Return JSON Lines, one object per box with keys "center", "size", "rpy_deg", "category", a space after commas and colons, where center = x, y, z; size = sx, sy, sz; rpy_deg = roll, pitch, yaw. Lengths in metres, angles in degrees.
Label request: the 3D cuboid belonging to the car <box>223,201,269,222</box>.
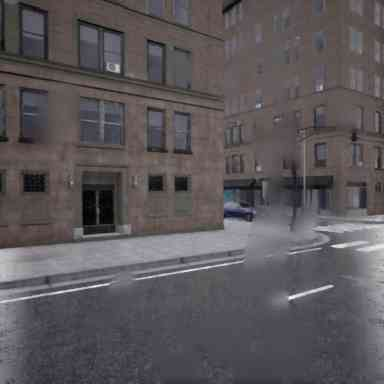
{"center": [3.821, 1.456, 25.919], "size": [1.812, 1.442, 4.674], "rpy_deg": [-1, 1, -38], "category": "car"}
